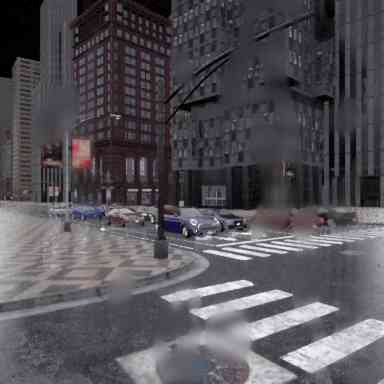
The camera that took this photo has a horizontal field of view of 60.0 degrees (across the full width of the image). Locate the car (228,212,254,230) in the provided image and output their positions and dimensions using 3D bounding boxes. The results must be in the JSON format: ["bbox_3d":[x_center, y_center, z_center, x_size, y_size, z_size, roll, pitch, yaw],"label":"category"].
[{"bbox_3d":[1.734,1.861,22.344,1.994,1.385,4.181,0,-1,-36],"label":"car"}]

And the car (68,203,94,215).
[{"bbox_3d":[-15.548,2.352,46.507,2.128,1.511,4.902,0,-1,-35],"label":"car"}]

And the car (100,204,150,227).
[{"bbox_3d":[-5.491,1.976,26.839,1.812,1.442,4.674,0,-1,-36],"label":"car"}]

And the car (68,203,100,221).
[{"bbox_3d":[-10.886,2.103,34.357,1.882,1.535,5.008,0,-1,-36],"label":"car"}]

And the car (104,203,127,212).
[{"bbox_3d":[-12.303,2.446,53.381,1.812,1.442,4.674,0,-1,-36],"label":"car"}]

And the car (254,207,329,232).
[{"bbox_3d":[6.185,1.843,22.051,1.895,1.301,4.718,0,-1,-36],"label":"car"}]

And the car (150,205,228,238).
[{"bbox_3d":[-0.340,1.636,19.625,2.097,1.767,4.553,0,-1,-35],"label":"car"}]

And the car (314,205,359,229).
[{"bbox_3d":[9.094,1.706,23.582,1.882,1.535,5.008,0,-1,-36],"label":"car"}]

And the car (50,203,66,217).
[{"bbox_3d":[-16.656,2.416,42.448,1.895,1.301,4.718,0,-1,-35],"label":"car"}]
